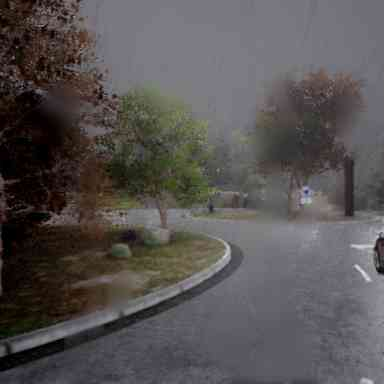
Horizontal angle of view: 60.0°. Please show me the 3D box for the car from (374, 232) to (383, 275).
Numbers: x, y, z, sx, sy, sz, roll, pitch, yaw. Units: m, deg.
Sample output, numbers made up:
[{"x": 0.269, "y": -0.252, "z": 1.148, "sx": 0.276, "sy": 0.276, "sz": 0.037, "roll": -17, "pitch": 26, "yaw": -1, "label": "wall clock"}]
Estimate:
[{"x": 5.649, "y": 1.405, "z": 7.742, "sx": 2.097, "sy": 1.767, "sz": 4.553, "roll": 0, "pitch": 0, "yaw": 23, "label": "car"}]
